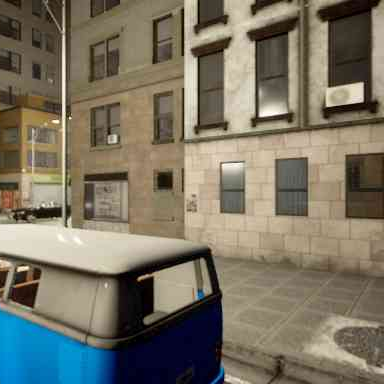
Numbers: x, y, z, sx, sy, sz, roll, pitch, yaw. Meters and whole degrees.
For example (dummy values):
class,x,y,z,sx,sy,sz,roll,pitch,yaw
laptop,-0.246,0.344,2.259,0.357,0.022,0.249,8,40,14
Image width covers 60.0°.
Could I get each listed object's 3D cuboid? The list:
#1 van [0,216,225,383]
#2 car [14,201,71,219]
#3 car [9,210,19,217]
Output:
class,x,y,z,sx,sy,sz,roll,pitch,yaw
van,-1.577,1.348,3.898,3.998,1.788,1.690,0,0,35
car,-11.399,1.467,25.550,2.128,1.511,4.902,0,0,35
car,-6.112,1.333,7.029,5.009,1.841,2.192,0,0,35
